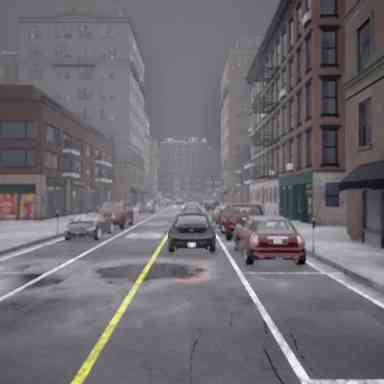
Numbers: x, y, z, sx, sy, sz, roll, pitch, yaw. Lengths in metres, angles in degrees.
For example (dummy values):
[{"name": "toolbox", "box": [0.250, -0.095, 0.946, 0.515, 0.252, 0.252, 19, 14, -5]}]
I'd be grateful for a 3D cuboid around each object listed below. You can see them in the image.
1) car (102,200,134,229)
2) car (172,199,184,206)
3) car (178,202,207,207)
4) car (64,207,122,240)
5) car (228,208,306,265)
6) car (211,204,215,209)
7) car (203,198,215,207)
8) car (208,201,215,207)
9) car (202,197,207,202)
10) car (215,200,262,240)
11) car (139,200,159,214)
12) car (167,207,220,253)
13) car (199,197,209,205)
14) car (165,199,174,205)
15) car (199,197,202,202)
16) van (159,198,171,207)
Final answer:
[{"name": "car", "box": [-5.395, 1.537, 23.466, 2.192, 1.841, 5.009, 0, -1, 0]}, {"name": "car", "box": [-2.774, 2.154, 71.784, 1.882, 1.535, 5.008, 0, -1, 0]}, {"name": "car", "box": [-0.004, 1.842, 29.307, 1.994, 1.385, 4.181, 0, 0, 0]}, {"name": "car", "box": [-5.394, 1.720, 17.802, 2.008, 1.369, 4.403, 0, -1, 0]}, {"name": "car", "box": [2.633, 1.555, 12.143, 1.967, 1.590, 4.097, 0, -1, 0]}, {"name": "car", "box": [2.630, 1.788, 23.466, 1.947, 1.339, 4.313, 0, -1, 0]}, {"name": "car", "box": [3.005, 1.949, 47.148, 1.837, 1.490, 4.892, 0, -1, 0]}, {"name": "car", "box": [2.628, 1.802, 29.297, 1.752, 1.417, 4.829, 0, -1, 0]}, {"name": "car", "box": [2.997, 1.990, 54.148, 1.882, 1.535, 5.008, 0, -1, 0]}, {"name": "car", "box": [2.632, 1.484, 17.806, 2.192, 1.841, 5.009, 0, -1, 0]}, {"name": "car", "box": [-5.401, 1.964, 40.448, 1.802, 1.307, 4.206, 0, -1, 0]}, {"name": "car", "box": [0.000, 1.643, 14.301, 1.837, 1.490, 4.892, 0, 0, 0]}, {"name": "car", "box": [2.613, 2.021, 74.423, 2.192, 1.841, 5.009, 0, -1, 0]}, {"name": "car", "box": [-5.414, 2.326, 80.080, 1.947, 1.339, 4.313, 0, -1, 0]}, {"name": "car", "box": [2.615, 2.217, 68.759, 1.947, 1.339, 4.313, 0, -1, 0]}, {"name": "van", "box": [-5.408, 1.939, 63.097, 1.690, 1.788, 3.998, 0, -1, 0]}]
